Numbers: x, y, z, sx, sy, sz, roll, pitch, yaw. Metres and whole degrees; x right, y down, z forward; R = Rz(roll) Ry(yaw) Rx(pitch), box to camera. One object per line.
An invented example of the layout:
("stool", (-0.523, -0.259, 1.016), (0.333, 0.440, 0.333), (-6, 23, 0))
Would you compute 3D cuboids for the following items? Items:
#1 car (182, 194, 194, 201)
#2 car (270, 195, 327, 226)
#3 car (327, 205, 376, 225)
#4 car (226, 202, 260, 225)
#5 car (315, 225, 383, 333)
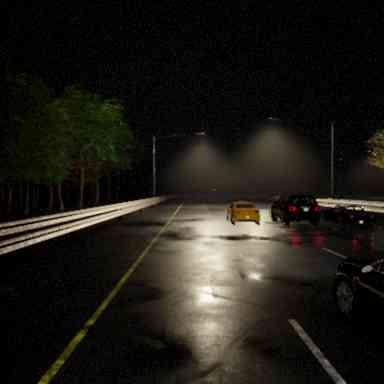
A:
("car", (-1.229, 1.286, 79.836), (2.097, 1.767, 4.553), (0, 0, 0))
("car", (7.097, 1.205, 23.349), (2.150, 2.045, 5.566), (0, 0, 0))
("car", (10.597, 1.585, 23.038), (1.895, 1.301, 4.718), (0, 0, 0))
("car", (3.598, 1.460, 24.040), (1.882, 1.535, 5.008), (0, 0, 0))
("car", (3.599, 1.493, 4.386), (2.128, 1.511, 4.902), (0, 0, 0))
